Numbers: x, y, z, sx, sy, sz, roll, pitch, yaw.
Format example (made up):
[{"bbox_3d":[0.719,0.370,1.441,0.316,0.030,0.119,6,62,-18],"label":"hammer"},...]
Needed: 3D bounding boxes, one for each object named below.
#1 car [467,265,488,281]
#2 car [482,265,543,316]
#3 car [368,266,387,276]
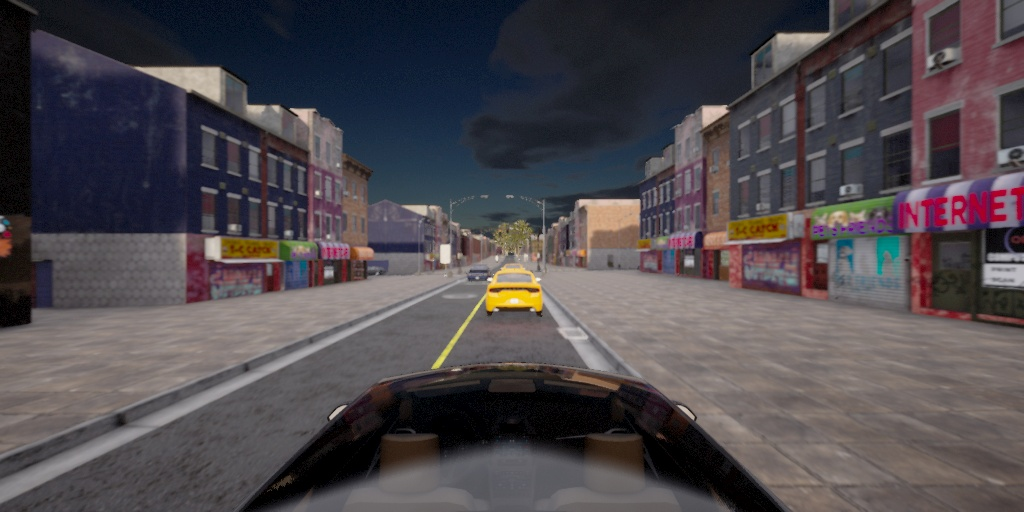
[{"bbox_3d":[-2.843,1.468,32.104,2.033,1.411,5.357,0,-1,0],"label":"car"},{"bbox_3d":[0.082,1.261,13.633,1.882,1.535,5.008,0,0,0],"label":"car"},{"bbox_3d":[-20.377,2.166,51.918,4.403,1.370,2.007,0,0,0],"label":"car"}]
